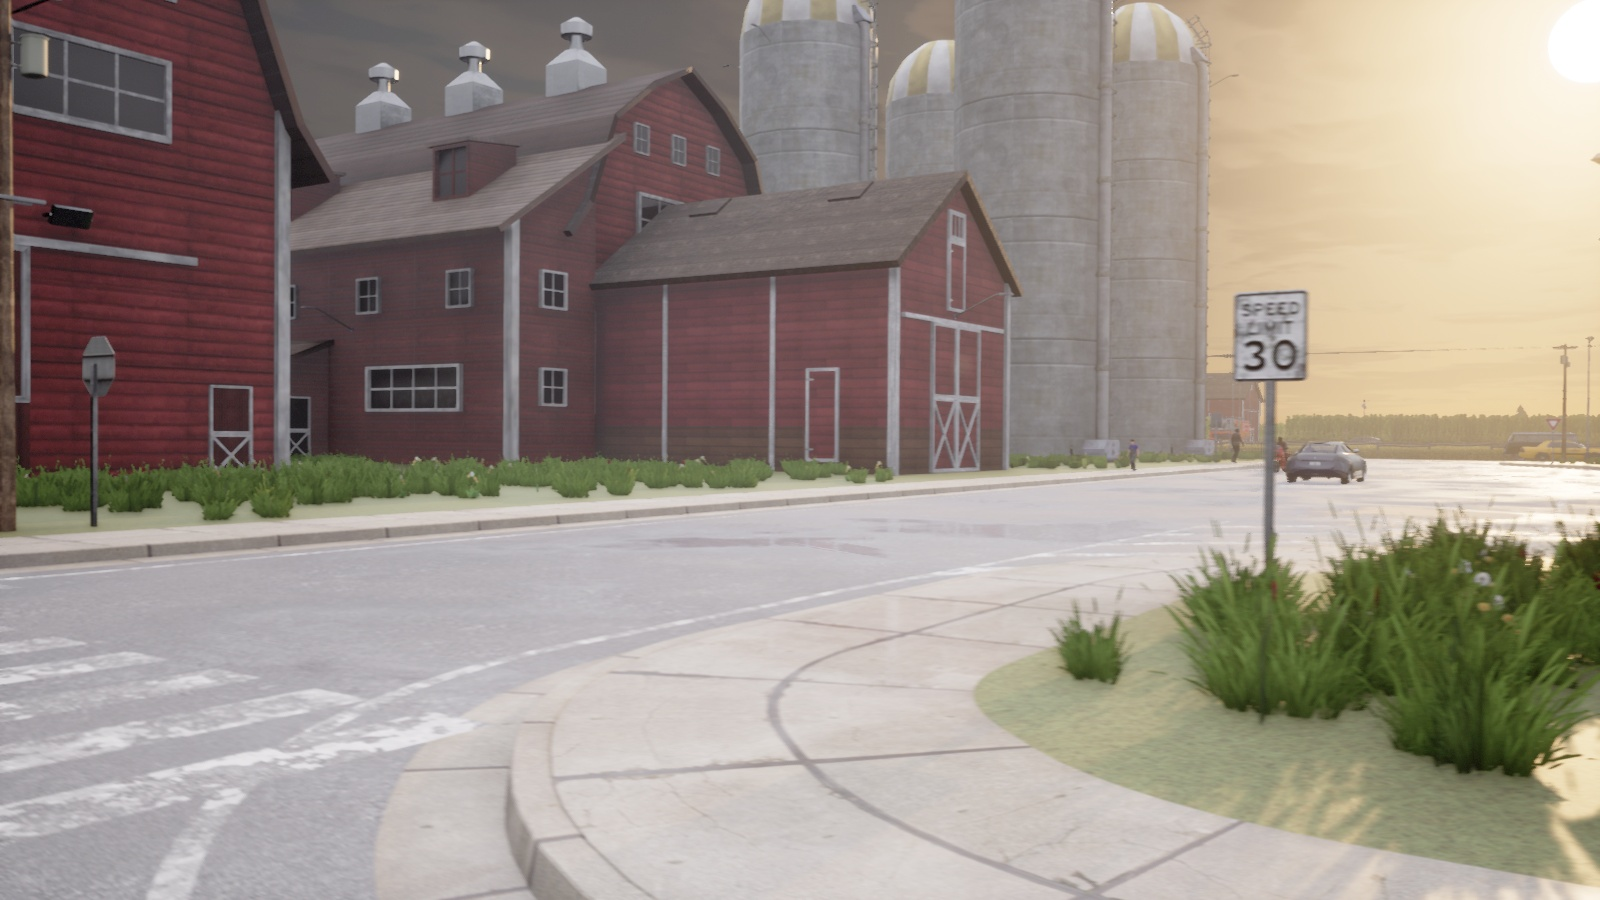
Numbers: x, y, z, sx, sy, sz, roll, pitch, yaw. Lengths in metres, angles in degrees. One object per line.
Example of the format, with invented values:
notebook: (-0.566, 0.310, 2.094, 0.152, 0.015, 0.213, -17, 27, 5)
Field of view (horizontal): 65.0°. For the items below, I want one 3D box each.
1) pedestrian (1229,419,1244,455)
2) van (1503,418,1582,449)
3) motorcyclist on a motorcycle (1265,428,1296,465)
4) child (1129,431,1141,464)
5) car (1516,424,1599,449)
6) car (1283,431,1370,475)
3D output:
pedestrian: (22.071, -0.654, 63.504, 0.869, 1.805, 0.328, -1, 1, -39)
van: (49.408, -1.097, 83.628, 4.442, 1.987, 1.775, 0, 1, 33)
motorcyclist on a motorcycle: (19.959, -0.159, 52.101, 0.797, 1.523, 2.044, 0, 1, 33)
child: (12.850, -0.082, 48.188, 0.437, 1.263, 0.270, -1, 1, -43)
car: (48.703, -0.856, 79.904, 5.366, 1.575, 1.801, 0, 1, 33)
car: (17.683, 0.074, 42.043, 1.994, 1.385, 4.181, 0, 1, 33)
